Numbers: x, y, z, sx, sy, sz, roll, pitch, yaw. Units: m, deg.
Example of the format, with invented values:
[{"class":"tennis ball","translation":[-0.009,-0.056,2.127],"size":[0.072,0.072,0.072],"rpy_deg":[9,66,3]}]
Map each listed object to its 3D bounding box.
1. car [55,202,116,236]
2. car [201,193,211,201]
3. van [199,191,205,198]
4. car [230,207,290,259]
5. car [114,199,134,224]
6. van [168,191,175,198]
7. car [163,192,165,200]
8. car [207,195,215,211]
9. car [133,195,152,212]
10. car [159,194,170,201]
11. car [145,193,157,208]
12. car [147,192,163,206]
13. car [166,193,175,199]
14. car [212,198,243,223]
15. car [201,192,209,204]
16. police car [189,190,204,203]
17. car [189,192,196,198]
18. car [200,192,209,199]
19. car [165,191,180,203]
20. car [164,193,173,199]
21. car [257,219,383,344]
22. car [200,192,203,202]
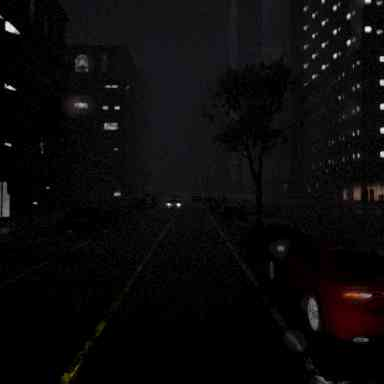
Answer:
[{"class":"car","translation":[-5.644,1.434,17.565],"size":[1.947,1.339,4.313],"rpy_deg":[1,0,0]},{"class":"car","translation":[2.841,0.955,67.670],"size":[1.967,1.590,4.097],"rpy_deg":[1,0,0]},{"class":"van","translation":[2.901,0.665,95.518],"size":[1.690,1.788,3.998],"rpy_deg":[1,0,0]},{"class":"car","translation":[2.724,1.462,11.976],"size":[2.008,1.369,4.403],"rpy_deg":[1,0,0]},{"class":"car","translation":[-5.633,1.378,23.134],"size":[2.008,1.369,4.403],"rpy_deg":[1,0,0]},{"class":"van","translation":[-5.490,0.700,89.967],"size":[1.690,1.788,3.998],"rpy_deg":[1,0,0]},{"class":"car","translation":[-5.548,0.866,62.118],"size":[2.192,1.841,5.009],"rpy_deg":[1,0,0]},{"class":"car","translation":[2.771,1.275,34.425],"size":[1.752,1.417,4.829],"rpy_deg":[1,0,0]},{"class":"car","translation":[-5.610,1.313,34.274],"size":[1.947,1.339,4.313],"rpy_deg":[1,0,0]},{"class":"car","translation":[-5.540,1.057,67.690],"size":[1.887,1.381,4.507],"rpy_deg":[1,0,0]},{"class":"car","translation":[-5.598,1.234,39.672],"size":[1.752,1.417,4.829],"rpy_deg":[1,0,0]},{"class":"car","translation":[-5.582,0.983,45.411],"size":[2.192,1.841,5.009],"rpy_deg":[1,0,0]},{"class":"car","translation":[-5.506,0.948,84.398],"size":[2.008,1.369,4.403],"rpy_deg":[1,0,0]},{"class":"car","translation":[2.747,1.381,23.116],"size":[2.008,1.369,4.403],"rpy_deg":[1,0,0]},{"class":"car","translation":[2.805,1.183,50.964],"size":[2.008,1.369,4.403],"rpy_deg":[1,0,0]},{"class":"police car","translation":[0.804,1.005,58.318],"size":[1.930,1.638,5.238],"rpy_deg":[0,0,-2]},{"class":"car","translation":[0.193,0.806,93.495],"size":[1.812,1.442,4.674],"rpy_deg":[0,0,0]},{"class":"car","translation":[2.865,0.878,78.810],"size":[1.967,1.590,4.097],"rpy_deg":[1,0,0]},{"class":"car","translation":[-2.952,1.075,55.588],"size":[1.882,1.535,5.008],"rpy_deg":[0,0,1]},{"class":"car","translation":[-5.517,1.001,78.829],"size":[1.947,1.339,4.313],"rpy_deg":[1,0,0]},{"class":"car","translation":[2.713,1.497,6.406],"size":[1.887,1.381,4.507],"rpy_deg":[1,0,0]},{"class":"car","translation":[2.817,1.144,56.532],"size":[2.008,1.369,4.403],"rpy_deg":[1,0,0]}]
